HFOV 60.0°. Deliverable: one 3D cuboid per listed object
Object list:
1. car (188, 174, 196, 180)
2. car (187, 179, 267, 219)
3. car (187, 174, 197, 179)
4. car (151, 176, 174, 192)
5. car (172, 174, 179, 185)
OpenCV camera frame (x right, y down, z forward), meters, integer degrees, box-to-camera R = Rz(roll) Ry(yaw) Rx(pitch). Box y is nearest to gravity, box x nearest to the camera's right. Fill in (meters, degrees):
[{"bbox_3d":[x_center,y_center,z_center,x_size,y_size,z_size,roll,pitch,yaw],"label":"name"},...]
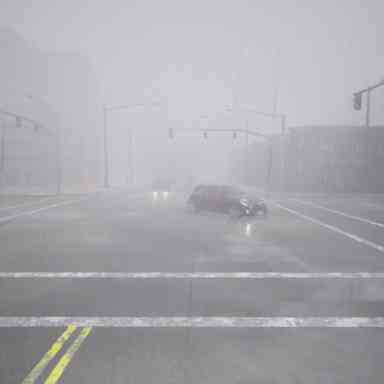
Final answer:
[{"bbox_3d":[0.007,-3.722,80.758,2.033,1.411,5.357,0,4,0],"label":"car"},{"bbox_3d":[1.858,0.378,18.362,2.097,1.767,4.553,-3,5,-44],"label":"car"},{"bbox_3d":[0.006,-2.994,70.931,1.994,1.385,4.181,0,4,0],"label":"car"},{"bbox_3d":[-3.593,-0.812,39.033,1.994,1.385,4.181,0,4,0],"label":"car"},{"bbox_3d":[-3.584,-1.876,54.734,1.994,1.385,4.181,0,4,0],"label":"car"}]
